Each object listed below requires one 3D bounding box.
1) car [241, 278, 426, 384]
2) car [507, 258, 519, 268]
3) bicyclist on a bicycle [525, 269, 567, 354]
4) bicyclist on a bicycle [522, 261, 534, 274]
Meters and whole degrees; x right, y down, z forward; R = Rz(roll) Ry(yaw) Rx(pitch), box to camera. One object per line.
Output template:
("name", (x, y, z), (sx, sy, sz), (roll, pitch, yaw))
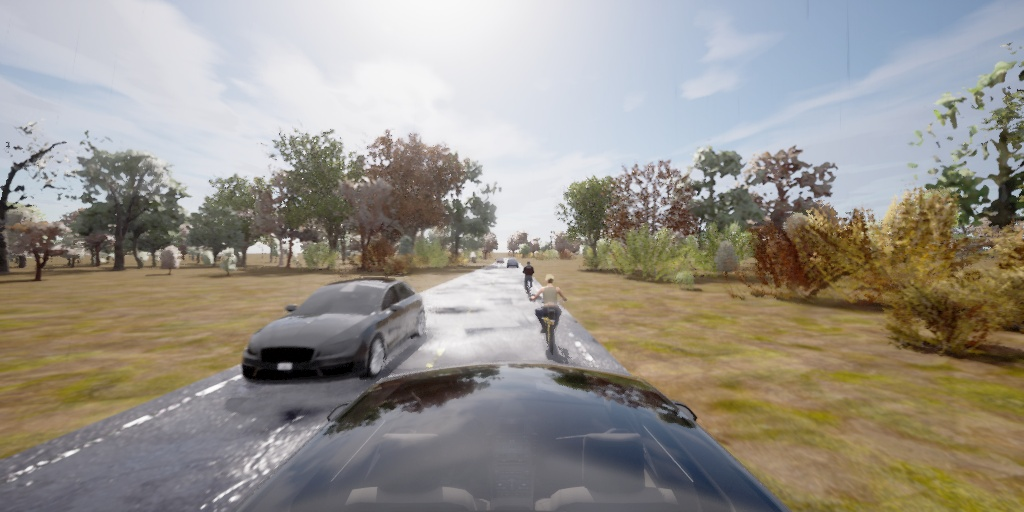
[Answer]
("car", (-3.097, 1.255, 7.319), (1.837, 1.490, 4.892), (0, 0, 0))
("car", (0.123, 1.281, 62.215), (1.994, 1.385, 4.181), (0, 0, 0))
("bicyclist on a bicycle", (0.804, 1.187, 7.769), (0.866, 1.612, 1.509), (0, 0, 0))
("bicyclist on a bicycle", (0.832, 1.119, 18.134), (0.659, 1.776, 1.843), (0, 0, 0))
